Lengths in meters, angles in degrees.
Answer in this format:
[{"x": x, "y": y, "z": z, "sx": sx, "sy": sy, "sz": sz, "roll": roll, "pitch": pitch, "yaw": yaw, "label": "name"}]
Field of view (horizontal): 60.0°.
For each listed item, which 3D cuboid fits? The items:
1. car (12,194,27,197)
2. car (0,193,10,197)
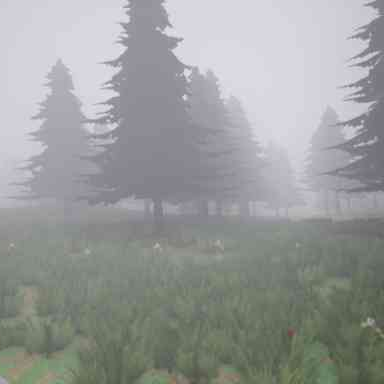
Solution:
[{"x": -22.364, "y": 0.750, "z": 43.666, "sx": 1.837, "sy": 1.490, "sz": 4.892, "roll": -2, "pitch": 1, "yaw": -31, "label": "car"}, {"x": -31.604, "y": 0.993, "z": 54.511, "sx": 4.674, "sy": 1.442, "sz": 1.812, "roll": -3, "pitch": -2, "yaw": 33, "label": "car"}]
